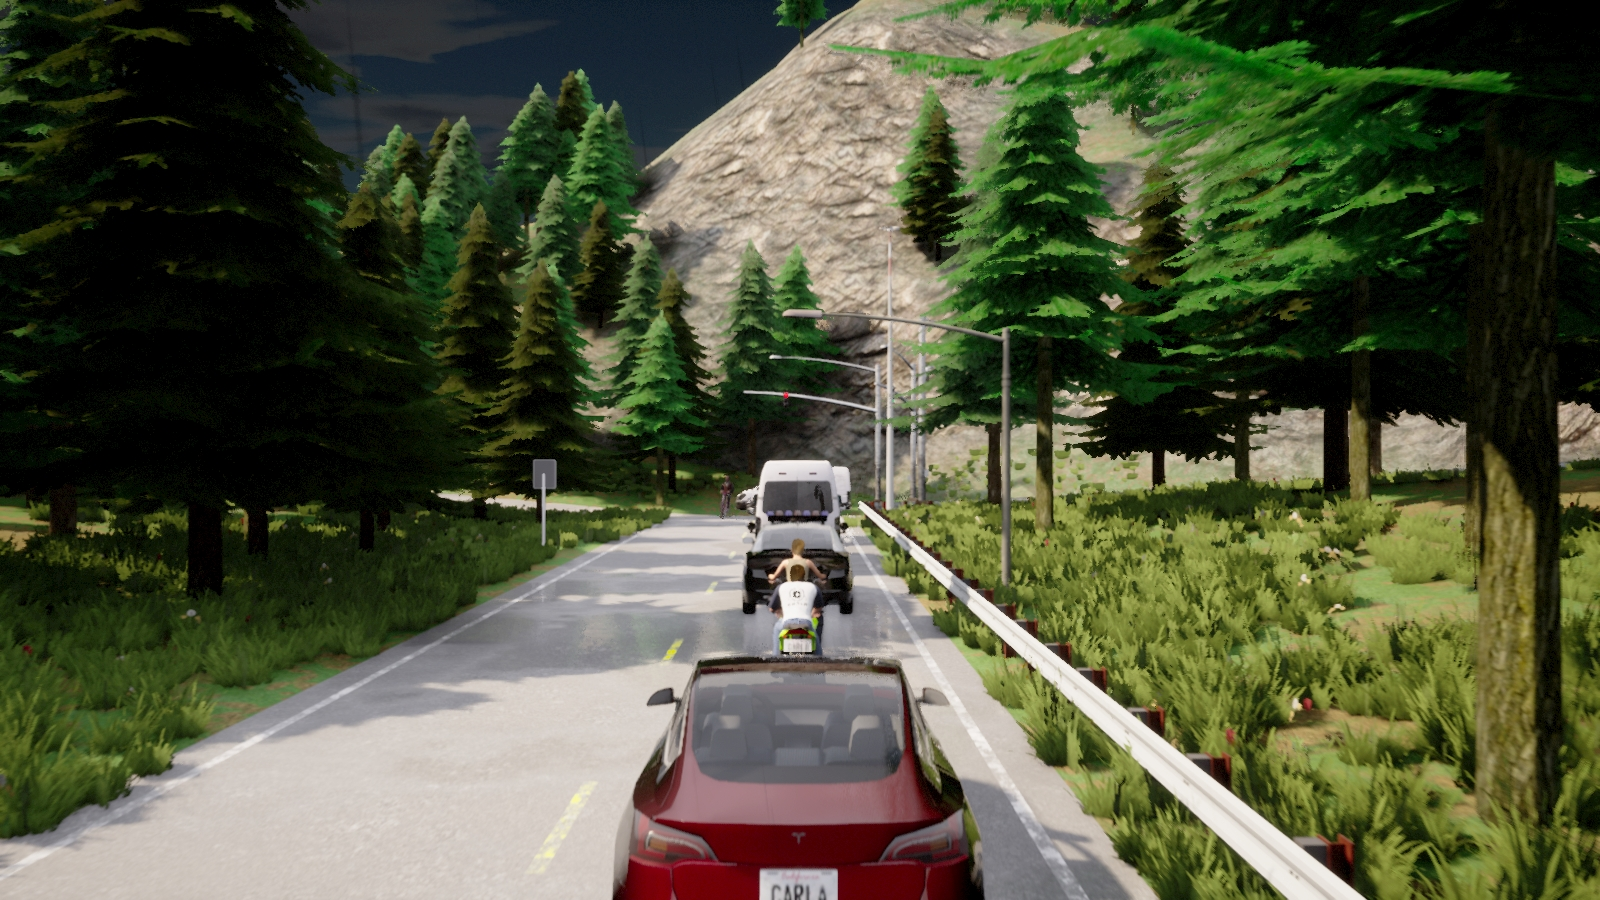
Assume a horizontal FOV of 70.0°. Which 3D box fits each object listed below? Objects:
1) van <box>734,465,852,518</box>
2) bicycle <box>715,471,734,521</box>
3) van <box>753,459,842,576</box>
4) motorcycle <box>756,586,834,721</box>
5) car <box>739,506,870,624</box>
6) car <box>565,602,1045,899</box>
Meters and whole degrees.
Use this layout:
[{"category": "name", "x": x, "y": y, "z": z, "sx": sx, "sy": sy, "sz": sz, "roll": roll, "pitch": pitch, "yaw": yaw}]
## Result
[{"category": "van", "x": -0.380, "y": 2.130, "z": 58.515, "sx": 5.915, "sy": 2.561, "sz": 1.988, "roll": 1, "pitch": -4, "yaw": -2}, {"category": "bicycle", "x": -3.019, "y": 1.835, "z": 45.679, "sx": 0.329, "sy": 1.919, "sz": 1.835, "roll": 2, "pitch": 0, "yaw": 8}, {"category": "van", "x": -0.067, "y": 1.535, "z": 28.391, "sx": 1.988, "sy": 2.561, "sz": 5.915, "roll": 0, "pitch": 0, "yaw": 0}, {"category": "motorcycle", "x": -0.046, "y": 2.213, "z": 12.760, "sx": 0.803, "sy": 1.145, "sz": 2.033, "roll": 0, "pitch": 0, "yaw": 0}, {"category": "car", "x": 0.069, "y": 1.982, "z": 20.973, "sx": 2.097, "sy": 1.638, "sz": 5.238, "roll": 0, "pitch": 0, "yaw": 0}, {"category": "car", "x": 0.018, "y": 2.063, "z": 7.552, "sx": 2.163, "sy": 1.488, "sz": 4.792, "roll": 0, "pitch": 0, "yaw": 0}]
